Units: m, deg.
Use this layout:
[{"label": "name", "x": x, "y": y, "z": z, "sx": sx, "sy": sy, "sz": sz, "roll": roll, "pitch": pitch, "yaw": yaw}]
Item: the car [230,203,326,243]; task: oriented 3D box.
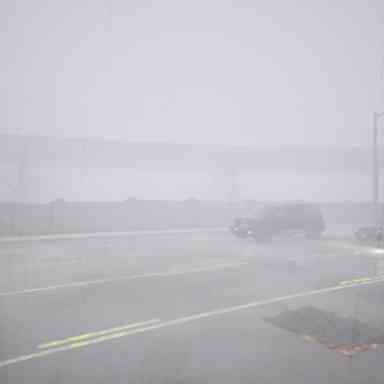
[{"label": "car", "x": 4.891, "y": 1.657, "z": 18.717, "sx": 5.566, "sy": 2.045, "sz": 2.150, "roll": 1, "pitch": -2, "yaw": -23}]

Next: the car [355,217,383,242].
[{"label": "car", "x": 10.715, "y": 1.916, "z": 17.252, "sx": 4.674, "sy": 1.442, "sz": 1.812, "roll": 0, "pitch": -2, "yaw": -20}]
